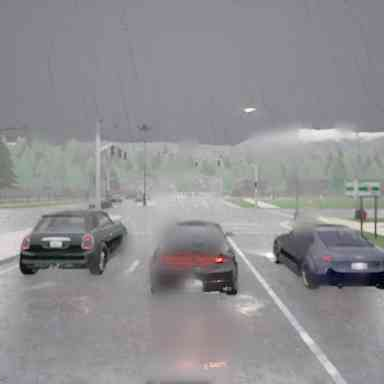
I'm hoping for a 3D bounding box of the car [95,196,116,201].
[{"bbox_3d":[-11.154,1.529,40.692,1.895,1.301,4.718,0,0,1],"label":"car"}]

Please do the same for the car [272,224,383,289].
[{"bbox_3d":[3.573,1.545,9.101,1.994,1.385,4.181,0,0,0],"label":"car"}]

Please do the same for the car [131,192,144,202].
[{"bbox_3d":[-10.711,1.355,68.304,1.837,1.490,4.892,0,0,1],"label":"car"}]

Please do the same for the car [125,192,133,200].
[{"bbox_3d":[-14.060,0.901,77.738,2.150,2.045,5.566,0,0,1],"label":"car"}]

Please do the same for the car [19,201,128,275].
[{"bbox_3d":[-3.424,1.330,10.536,2.097,1.767,4.553,0,0,0],"label":"car"}]

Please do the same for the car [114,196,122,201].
[{"bbox_3d":[-14.356,1.470,61.772,1.895,1.301,4.718,0,0,1],"label":"car"}]

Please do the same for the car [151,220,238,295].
[{"bbox_3d":[0.066,1.486,8.651,1.837,1.490,4.892,0,0,0],"label":"car"}]
